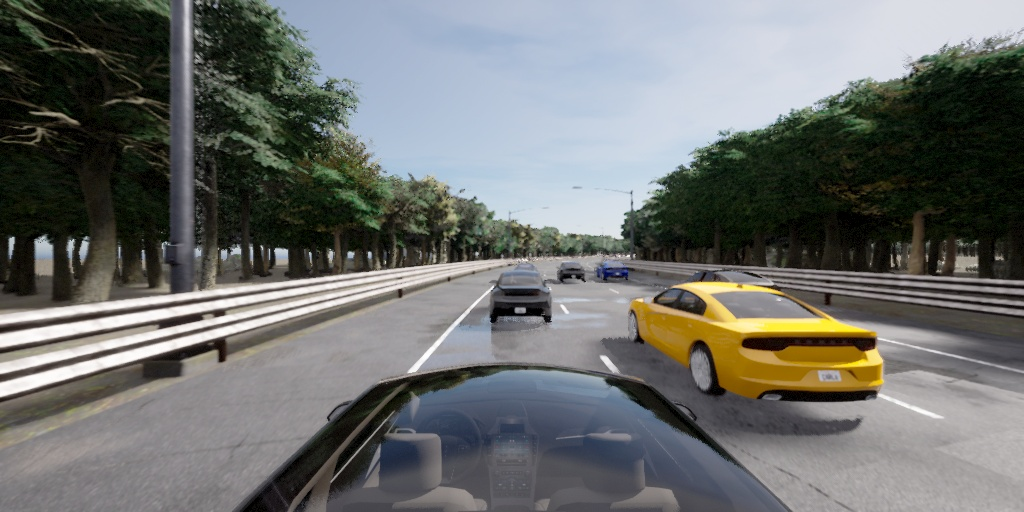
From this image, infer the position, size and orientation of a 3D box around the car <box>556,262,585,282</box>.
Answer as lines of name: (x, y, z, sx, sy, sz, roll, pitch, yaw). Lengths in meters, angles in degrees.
car: (4.562, 1.198, 28.033, 1.837, 1.490, 4.892, 0, 0, 4)

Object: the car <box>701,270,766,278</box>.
car: (7.311, 1.235, 12.599, 1.837, 1.490, 4.892, 0, 0, 2)

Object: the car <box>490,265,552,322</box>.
car: (0.299, 1.230, 12.209, 1.837, 1.490, 4.892, 0, 0, 2)

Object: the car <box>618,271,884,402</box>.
car: (3.675, 1.219, 6.592, 1.882, 1.535, 5.008, 0, 0, 1)

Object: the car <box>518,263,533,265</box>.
car: (1.096, 1.254, 28.583, 1.994, 1.385, 4.181, 0, 0, 4)

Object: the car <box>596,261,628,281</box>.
car: (8.180, 1.171, 29.618, 1.882, 1.535, 5.008, 0, 0, 4)
